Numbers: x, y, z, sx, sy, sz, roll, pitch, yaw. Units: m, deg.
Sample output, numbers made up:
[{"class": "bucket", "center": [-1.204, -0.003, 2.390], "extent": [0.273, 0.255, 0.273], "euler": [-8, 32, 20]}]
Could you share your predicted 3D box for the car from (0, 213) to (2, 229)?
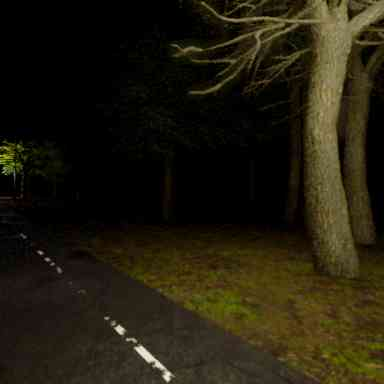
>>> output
[{"class": "car", "center": [-12.400, 1.376, 19.620], "extent": [1.994, 1.385, 4.181], "euler": [1, 0, -33]}]
